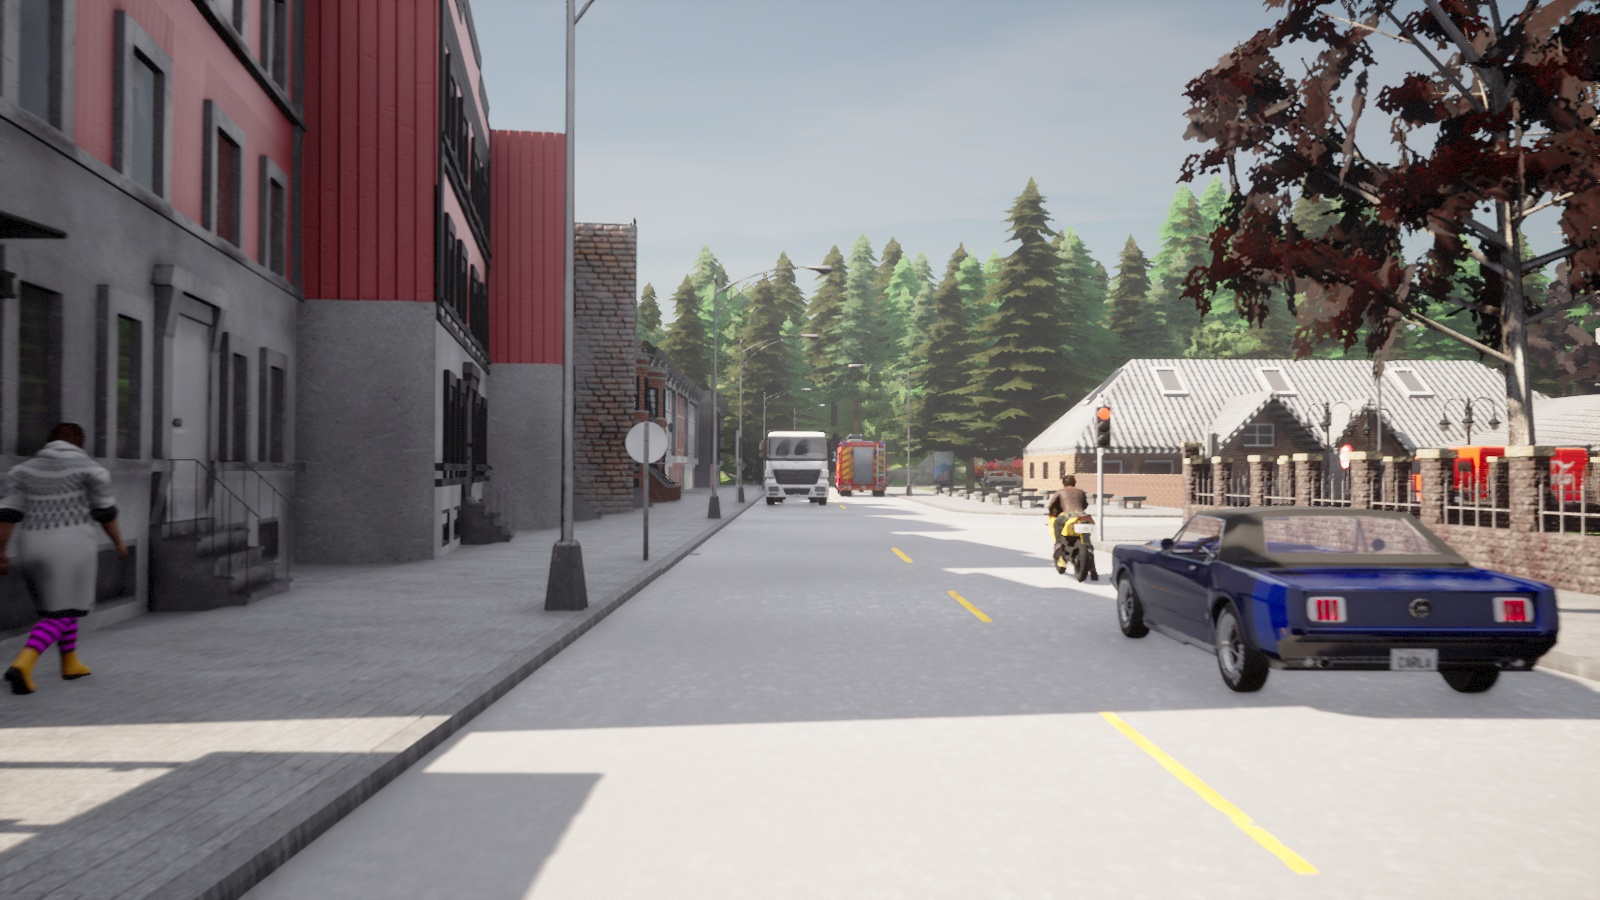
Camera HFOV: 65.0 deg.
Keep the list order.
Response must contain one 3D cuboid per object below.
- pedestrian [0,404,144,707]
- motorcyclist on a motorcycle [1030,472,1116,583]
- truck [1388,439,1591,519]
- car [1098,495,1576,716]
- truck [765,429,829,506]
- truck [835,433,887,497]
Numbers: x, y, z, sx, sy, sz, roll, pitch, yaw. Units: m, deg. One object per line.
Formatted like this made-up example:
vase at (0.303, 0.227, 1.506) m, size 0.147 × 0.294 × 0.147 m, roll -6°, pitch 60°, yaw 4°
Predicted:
pedestrian at (-5.024, 0.687, 8.530) m, size 0.659 × 1.952 × 0.873 m, roll 0°, pitch -1°, yaw 1°
motorcyclist on a motorcycle at (3.952, 1.088, 18.338) m, size 0.797 × 1.523 × 2.044 m, roll 0°, pitch -1°, yaw 0°
truck at (22.574, 0.942, 41.321) m, size 5.204 × 2.467 × 2.627 m, roll 1°, pitch -1°, yaw 2°
car at (3.976, 1.072, 10.346) m, size 1.895 × 1.301 × 4.718 m, roll 0°, pitch -1°, yaw 0°
truck at (-0.150, 0.843, 60.322) m, size 2.891 × 3.462 × 7.936 m, roll 0°, pitch -1°, yaw 0°
truck at (3.834, 0.980, 80.395) m, size 2.891 × 3.827 × 8.468 m, roll 0°, pitch -1°, yaw 0°
